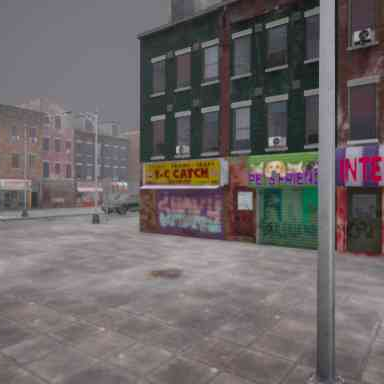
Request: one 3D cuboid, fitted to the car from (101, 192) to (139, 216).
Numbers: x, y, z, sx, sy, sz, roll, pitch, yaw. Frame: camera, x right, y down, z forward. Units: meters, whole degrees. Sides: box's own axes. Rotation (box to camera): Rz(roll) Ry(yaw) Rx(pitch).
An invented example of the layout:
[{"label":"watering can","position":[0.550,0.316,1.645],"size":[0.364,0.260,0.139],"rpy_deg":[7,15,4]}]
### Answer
[{"label":"car","position":[-6.030,1.085,31.939],"size":[2.150,2.045,5.566],"rpy_deg":[0,1,37]}]
